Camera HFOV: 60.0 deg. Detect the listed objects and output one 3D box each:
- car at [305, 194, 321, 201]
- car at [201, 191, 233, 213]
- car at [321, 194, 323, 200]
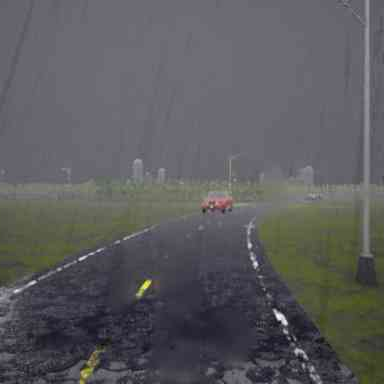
[{"bbox_3d":[23.352,1.060,65.048,1.812,1.442,4.674,0,0,29],"label":"car"},{"bbox_3d":[2.557,0.929,32.389,2.150,2.045,5.566,0,0,17],"label":"car"},{"bbox_3d":[28.225,1.076,74.110,1.895,1.301,4.718,0,0,23],"label":"car"}]
